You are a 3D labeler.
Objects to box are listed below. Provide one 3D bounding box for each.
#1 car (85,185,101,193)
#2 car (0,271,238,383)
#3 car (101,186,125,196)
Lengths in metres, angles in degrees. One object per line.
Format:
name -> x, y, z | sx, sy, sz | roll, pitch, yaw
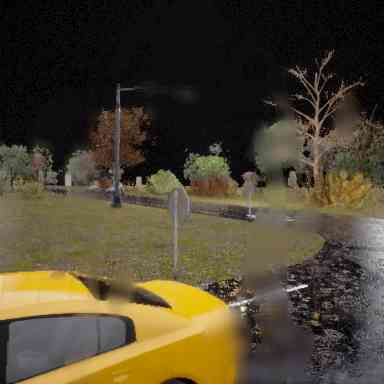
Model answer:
car -> -17.704, -0.516, 59.815 | 1.812, 1.442, 4.674 | 0, 2, -36
car -> -1.888, 1.480, 2.520 | 5.008, 1.535, 1.882 | 0, 0, -35
car -> -12.114, -0.208, 52.020 | 1.812, 1.442, 4.674 | 0, 2, -36
